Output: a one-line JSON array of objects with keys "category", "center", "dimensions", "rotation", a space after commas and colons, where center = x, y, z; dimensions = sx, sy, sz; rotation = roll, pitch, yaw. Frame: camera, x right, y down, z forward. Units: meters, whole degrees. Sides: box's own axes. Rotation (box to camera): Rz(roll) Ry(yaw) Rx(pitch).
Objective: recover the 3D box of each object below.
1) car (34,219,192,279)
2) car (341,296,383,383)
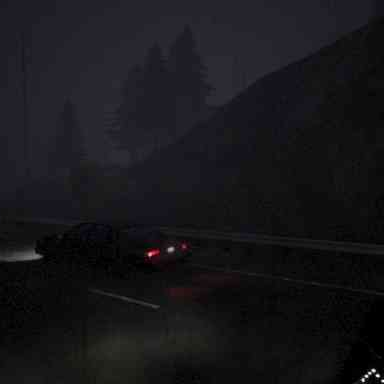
[{"category": "car", "center": [-2.590, 1.554, 10.130], "dimensions": [5.357, 1.411, 2.033], "rotation": [0, 0, 35]}, {"category": "car", "center": [3.642, 1.217, 1.365], "dimensions": [5.566, 2.045, 2.150], "rotation": [0, 0, 36]}]
